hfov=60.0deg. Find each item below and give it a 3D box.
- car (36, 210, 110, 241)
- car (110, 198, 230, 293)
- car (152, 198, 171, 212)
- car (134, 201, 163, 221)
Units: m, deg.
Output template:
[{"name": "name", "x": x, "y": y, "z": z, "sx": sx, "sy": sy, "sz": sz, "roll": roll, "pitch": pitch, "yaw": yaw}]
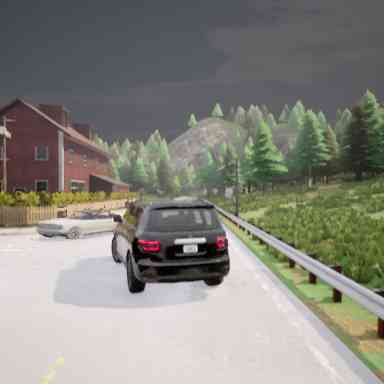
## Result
[{"name": "car", "x": -5.437, "y": 1.609, "z": 17.108, "sx": 1.895, "sy": 1.301, "sz": 4.718, "roll": 0, "pitch": 0, "yaw": 30}, {"name": "car", "x": -0.866, "y": 1.226, "z": 9.194, "sx": 2.150, "sy": 2.045, "sz": 5.566, "roll": 0, "pitch": 0, "yaw": -18}, {"name": "car", "x": -3.600, "y": 1.525, "z": 40.245, "sx": 1.837, "sy": 1.490, "sz": 4.892, "roll": 0, "pitch": 0, "yaw": 0}, {"name": "car", "x": -3.609, "y": 1.520, "z": 28.498, "sx": 1.837, "sy": 1.490, "sz": 4.892, "roll": 0, "pitch": 0, "yaw": 0}]
